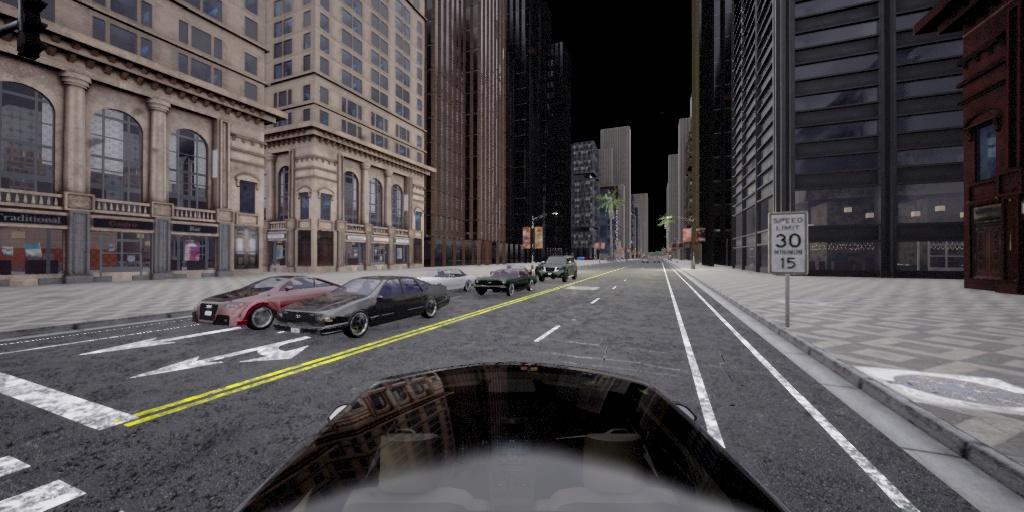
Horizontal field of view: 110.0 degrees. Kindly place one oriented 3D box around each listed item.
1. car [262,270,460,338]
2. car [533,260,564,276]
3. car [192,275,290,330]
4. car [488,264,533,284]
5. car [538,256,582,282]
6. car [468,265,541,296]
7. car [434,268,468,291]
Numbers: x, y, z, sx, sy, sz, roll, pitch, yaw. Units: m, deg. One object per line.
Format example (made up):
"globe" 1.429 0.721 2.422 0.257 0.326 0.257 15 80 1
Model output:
"car" -3.907 1.299 10.601 2.033 1.411 5.357 0 0 22
"car" 3.930 1.250 37.921 1.882 1.535 5.008 0 0 23
"car" -7.170 1.316 11.206 1.994 1.385 4.181 0 0 23
"car" -0.010 1.364 28.506 1.895 1.301 4.718 0 0 23
"car" 3.858 0.986 29.342 2.150 2.045 5.566 0 0 22
"car" -0.238 1.357 19.461 1.895 1.301 4.718 0 0 23
"car" -3.823 1.357 19.303 1.895 1.301 4.718 0 0 23
